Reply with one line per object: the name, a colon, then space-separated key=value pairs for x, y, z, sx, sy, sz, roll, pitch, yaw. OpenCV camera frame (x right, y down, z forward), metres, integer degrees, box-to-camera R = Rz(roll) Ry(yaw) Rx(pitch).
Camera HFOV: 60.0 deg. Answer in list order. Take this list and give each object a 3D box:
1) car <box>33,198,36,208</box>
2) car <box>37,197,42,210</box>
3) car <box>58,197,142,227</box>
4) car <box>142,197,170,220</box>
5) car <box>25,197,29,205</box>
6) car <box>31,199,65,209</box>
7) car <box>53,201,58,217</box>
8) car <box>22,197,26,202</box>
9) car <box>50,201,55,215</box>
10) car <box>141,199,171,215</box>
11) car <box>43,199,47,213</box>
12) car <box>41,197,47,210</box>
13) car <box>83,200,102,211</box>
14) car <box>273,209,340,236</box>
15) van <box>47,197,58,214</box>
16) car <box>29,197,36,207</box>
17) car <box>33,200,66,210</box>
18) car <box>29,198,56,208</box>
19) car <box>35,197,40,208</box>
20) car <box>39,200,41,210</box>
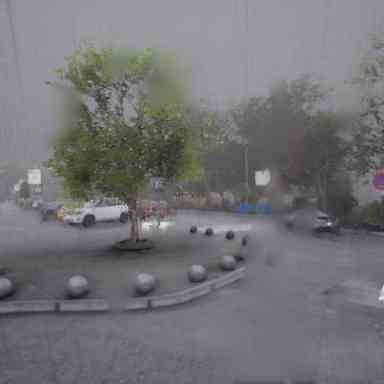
car: x=-21.786 y=2.120 z=52.441 sx=2.163 sy=1.488 sz=4.792 roll=-2 pitch=-1 yaw=41
car: x=-18.849 y=1.896 z=47.194 sx=2.185 sy=1.767 sz=4.553 roll=-1 pitch=0 yaw=41
car: x=-7.119 y=1.515 z=26.193 sx=2.435 sy=2.045 sz=5.566 roll=-1 pitch=0 yaw=41
car: x=-4.579 y=1.552 z=32.483 sx=2.150 sy=2.045 sz=5.566 roll=0 pitch=-1 yaw=-29
car: x=-27.657 y=1.985 z=62.930 sx=2.435 sy=2.045 sz=5.566 roll=-2 pitch=0 yaw=41
car: x=-26.071 y=2.194 z=60.424 sx=1.946 sy=1.575 sz=5.366 roll=-2 pitch=-1 yaw=41
car: x=-9.938 y=1.825 z=31.595 sx=1.946 sy=1.575 sz=5.366 roll=-1 pitch=0 yaw=41
car: x=-39.396 y=2.568 z=83.842 sx=2.231 sy=1.521 sz=4.892 roll=-2 pitch=-1 yaw=41
car: x=-11.537 y=1.902 z=34.070 sx=2.002 sy=1.452 sz=4.674 roll=-1 pitch=0 yaw=41
car: x=-4.494 y=1.765 z=40.972 sx=2.097 sy=1.767 sz=4.553 roll=0 pitch=-1 yaw=-29
car: x=-14.465 y=1.925 z=39.310 sx=2.097 sy=1.535 sz=5.008 roll=-1 pitch=0 yaw=41
car: x=-15.969 y=1.832 z=41.911 sx=2.185 sy=1.767 sz=4.553 roll=-1 pitch=0 yaw=41
car: x=-15.645 y=2.088 z=52.368 sx=1.837 sy=1.490 sz=4.892 roll=0 pitch=-1 yaw=-29
car: x=6.716 y=1.725 z=19.928 sx=1.994 sy=1.385 sz=4.181 roll=0 pitch=-1 yaw=-21
van: x=-13.079 y=1.669 z=36.599 sx=1.878 sy=1.987 sz=4.442 roll=-1 pitch=0 yaw=41
car: x=-23.252 y=1.874 z=55.062 sx=2.435 sy=2.045 sz=5.566 roll=-2 pitch=-1 yaw=41
car: x=-24.708 y=2.191 z=57.683 sx=2.163 sy=1.488 sz=4.792 roll=-2 pitch=-1 yaw=41
car: x=-30.606 y=2.189 z=68.123 sx=2.185 sy=1.767 sz=4.553 roll=-2 pitch=-1 yaw=41
car: x=-20.313 y=1.930 z=49.814 sx=2.185 sy=1.767 sz=4.553 roll=-1 pitch=0 yaw=41
car: x=-17.409 y=2.030 z=44.551 sx=2.002 sy=1.452 sz=4.674 roll=-1 pitch=0 yaw=41
